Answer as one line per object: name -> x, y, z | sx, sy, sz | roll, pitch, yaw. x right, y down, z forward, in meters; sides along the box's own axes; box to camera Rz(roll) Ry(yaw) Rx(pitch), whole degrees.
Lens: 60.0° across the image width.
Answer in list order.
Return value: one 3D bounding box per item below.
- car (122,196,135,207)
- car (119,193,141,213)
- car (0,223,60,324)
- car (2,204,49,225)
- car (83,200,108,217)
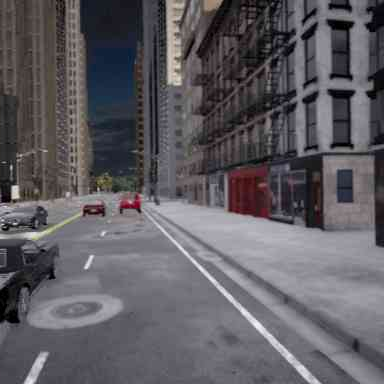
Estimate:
car -> -9.665, 1.406, 50.506 | 1.812, 1.442, 4.674 | -1, 0, -10
car -> -6.622, 1.135, 35.677 | 2.150, 2.045, 5.566 | -1, 0, -11
car -> -4.097, 1.632, 6.947 | 1.895, 1.301, 4.718 | -1, 0, -11
car -> -10.538, 1.566, 21.345 | 1.837, 1.490, 4.892 | -1, 0, -12
car -> -9.037, 1.459, 31.270 | 1.882, 1.535, 5.008 | -1, 0, -11
